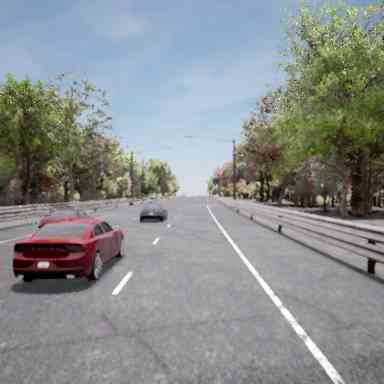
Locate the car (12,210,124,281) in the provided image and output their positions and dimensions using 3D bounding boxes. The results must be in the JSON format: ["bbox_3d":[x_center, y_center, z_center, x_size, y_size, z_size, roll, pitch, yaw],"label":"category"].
[{"bbox_3d":[-3.363,1.514,10.034,1.882,1.535,5.008,0,0,0],"label":"car"}]

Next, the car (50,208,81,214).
[{"bbox_3d":[-6.631,1.593,18.139,1.994,1.385,4.181,2,-3,-1],"label":"car"}]

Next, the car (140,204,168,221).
[{"bbox_3d":[-3.163,1.664,28.171,1.994,1.385,4.181,0,0,1],"label":"car"}]
